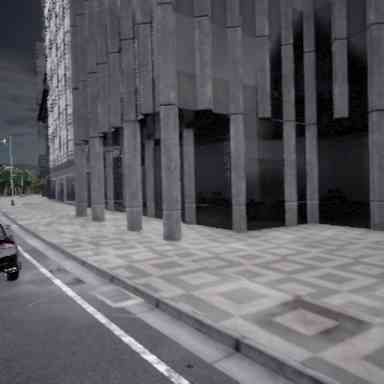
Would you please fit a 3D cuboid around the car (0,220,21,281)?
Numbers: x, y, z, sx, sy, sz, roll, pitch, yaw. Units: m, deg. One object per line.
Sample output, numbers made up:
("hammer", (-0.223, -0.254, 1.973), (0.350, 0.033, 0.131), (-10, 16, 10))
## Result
("car", (-5.759, 1.363, 8.565), (2.128, 1.511, 4.902), (-2, 2, -36))
